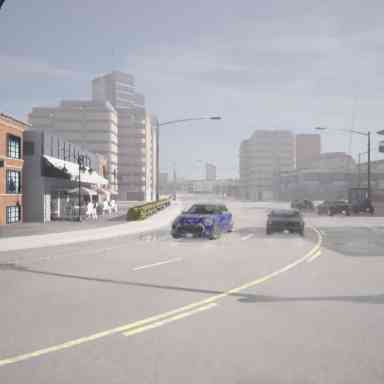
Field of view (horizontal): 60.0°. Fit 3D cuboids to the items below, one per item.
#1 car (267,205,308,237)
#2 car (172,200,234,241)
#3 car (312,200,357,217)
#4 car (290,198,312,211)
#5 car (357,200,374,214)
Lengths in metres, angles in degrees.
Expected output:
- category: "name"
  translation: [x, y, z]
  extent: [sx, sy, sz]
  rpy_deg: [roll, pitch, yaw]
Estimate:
- category: "car"
  translation: [5.110, 1.601, 18.151]
  extent: [1.895, 1.301, 4.718]
  rpy_deg: [0, 0, 15]
- category: "car"
  translation: [0.677, 1.352, 16.991]
  extent: [2.097, 1.767, 4.553]
  rpy_deg: [0, 0, 21]
- category: "car"
  translation: [13.513, 1.504, 31.931]
  extent: [1.837, 1.490, 4.892]
  rpy_deg: [0, 0, 1]
- category: "car"
  translation: [13.621, 1.526, 41.249]
  extent: [1.812, 1.442, 4.674]
  rpy_deg: [0, 0, 0]
- category: "car"
  translation: [17.049, 1.526, 34.501]
  extent: [1.812, 1.442, 4.674]
  rpy_deg: [0, 0, 1]
